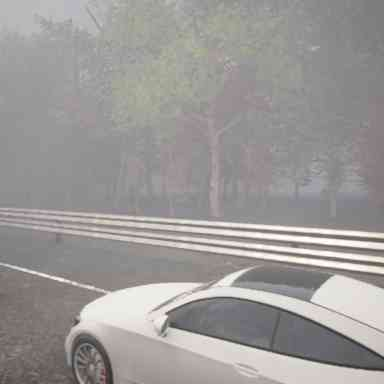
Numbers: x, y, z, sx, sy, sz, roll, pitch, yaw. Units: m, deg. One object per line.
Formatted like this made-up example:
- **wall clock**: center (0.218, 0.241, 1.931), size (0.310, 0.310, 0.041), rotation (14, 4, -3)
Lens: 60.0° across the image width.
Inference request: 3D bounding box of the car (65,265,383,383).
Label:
- **car**: center (0.684, 1.518, 3.382), size (4.674, 1.442, 1.812), rotation (0, 0, 35)
